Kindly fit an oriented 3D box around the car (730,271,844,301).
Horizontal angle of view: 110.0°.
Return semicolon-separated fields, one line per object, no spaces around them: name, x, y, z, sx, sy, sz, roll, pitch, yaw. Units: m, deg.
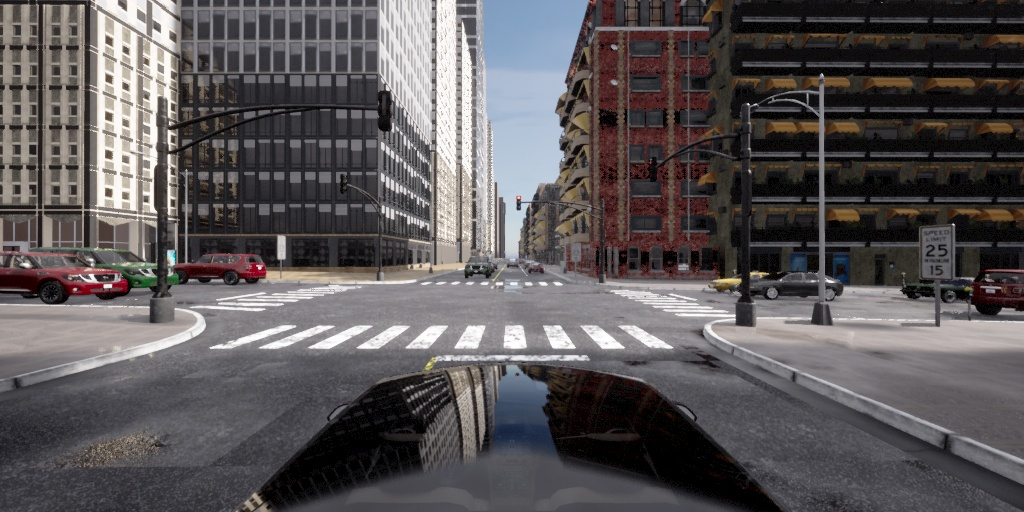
car;14.922;1.562;19.344;4.892;1.490;1.837;1;0;2

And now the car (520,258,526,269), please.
car;2.715;1.317;54.582;2.007;1.370;4.403;0;0;0

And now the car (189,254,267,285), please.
car;-17.701;0.776;21.695;5.009;1.841;2.192;0;0;0

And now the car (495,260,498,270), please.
car;-3.074;1.286;43.642;1.812;1.442;4.674;0;0;0

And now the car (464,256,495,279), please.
car;-3.085;0.977;33.568;2.150;2.045;5.566;0;0;0

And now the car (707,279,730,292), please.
car;14.639;1.587;21.962;4.829;1.417;1.751;0;0;0

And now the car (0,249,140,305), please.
car;-17.570;0.757;13.315;5.009;1.841;2.192;0;0;0

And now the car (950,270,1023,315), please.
car;20.604;1.461;13.663;5.009;1.841;2.192;0;0;0

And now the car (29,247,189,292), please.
car;-18.244;0.658;15.904;5.566;2.045;2.150;1;0;-1

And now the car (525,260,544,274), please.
car;2.759;1.341;41.665;1.802;1.307;4.207;0;0;0

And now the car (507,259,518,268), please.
car;0.133;1.336;63.584;1.994;1.385;4.181;0;0;0

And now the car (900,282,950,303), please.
car;24.213;1.827;19.451;4.718;1.301;1.895;1;0;-1

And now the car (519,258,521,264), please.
car;2.718;1.321;60.230;2.007;1.370;4.403;0;0;0
